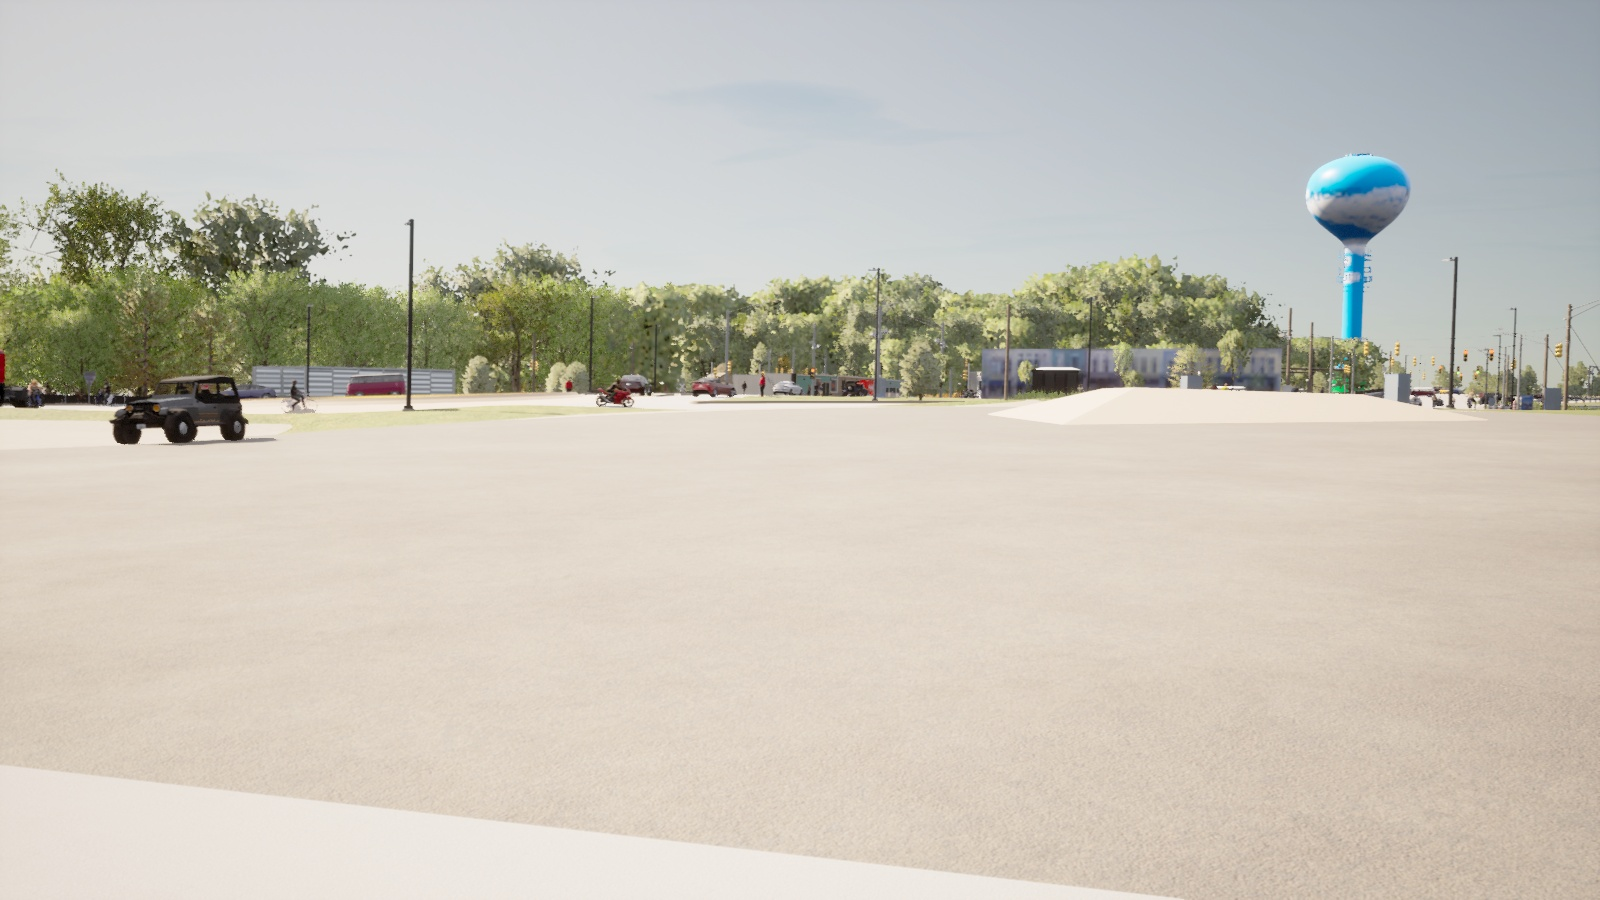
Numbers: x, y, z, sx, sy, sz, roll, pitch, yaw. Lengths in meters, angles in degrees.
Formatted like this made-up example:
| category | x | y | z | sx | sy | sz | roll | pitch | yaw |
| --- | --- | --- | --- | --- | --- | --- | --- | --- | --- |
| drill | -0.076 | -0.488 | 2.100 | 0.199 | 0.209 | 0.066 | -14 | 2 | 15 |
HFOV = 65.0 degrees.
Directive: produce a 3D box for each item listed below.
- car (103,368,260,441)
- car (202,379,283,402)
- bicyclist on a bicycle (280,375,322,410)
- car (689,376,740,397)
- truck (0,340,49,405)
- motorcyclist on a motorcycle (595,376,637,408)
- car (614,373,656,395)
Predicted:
| category | x | y | z | sx | sy | sz | roll | pitch | yaw |
| --- | --- | --- | --- | --- | --- | --- | --- | --- | --- |
| car | -17.127 | -1.275 | 34.978 | 1.905 | 1.878 | 3.866 | -1 | 2 | 11 |
| car | -40.258 | -4.318 | 90.761 | 2.163 | 1.488 | 4.792 | -4 | 0 | 40 |
| bicyclist on a bicycle | -25.992 | -2.995 | 65.483 | 1.843 | 1.776 | 0.659 | 0 | 8 | -6 |
| car | -6.668 | -4.983 | 98.321 | 2.007 | 1.525 | 4.514 | 3 | 4 | 24 |
| truck | -46.904 | -4.562 | 72.852 | 2.891 | 3.462 | 7.936 | 5 | 0 | -10 |
| motorcyclist on a motorcycle | -9.609 | -3.033 | 65.621 | 2.044 | 1.523 | 0.797 | 3 | 2 | -7 |
| car | -11.721 | -4.677 | 89.313 | 2.163 | 1.488 | 4.792 | 1 | 2 | 2 |
